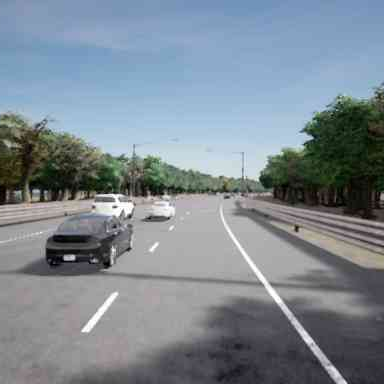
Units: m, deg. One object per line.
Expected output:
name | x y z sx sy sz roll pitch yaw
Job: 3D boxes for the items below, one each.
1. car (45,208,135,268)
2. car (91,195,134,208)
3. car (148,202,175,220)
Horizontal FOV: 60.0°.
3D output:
car | -3.227 1.511 11.343 1.837 1.490 4.892 0 0 1
car | -6.138 1.225 26.235 2.150 2.045 5.566 0 0 3
car | -2.512 1.532 28.221 1.812 1.442 4.674 0 0 3
